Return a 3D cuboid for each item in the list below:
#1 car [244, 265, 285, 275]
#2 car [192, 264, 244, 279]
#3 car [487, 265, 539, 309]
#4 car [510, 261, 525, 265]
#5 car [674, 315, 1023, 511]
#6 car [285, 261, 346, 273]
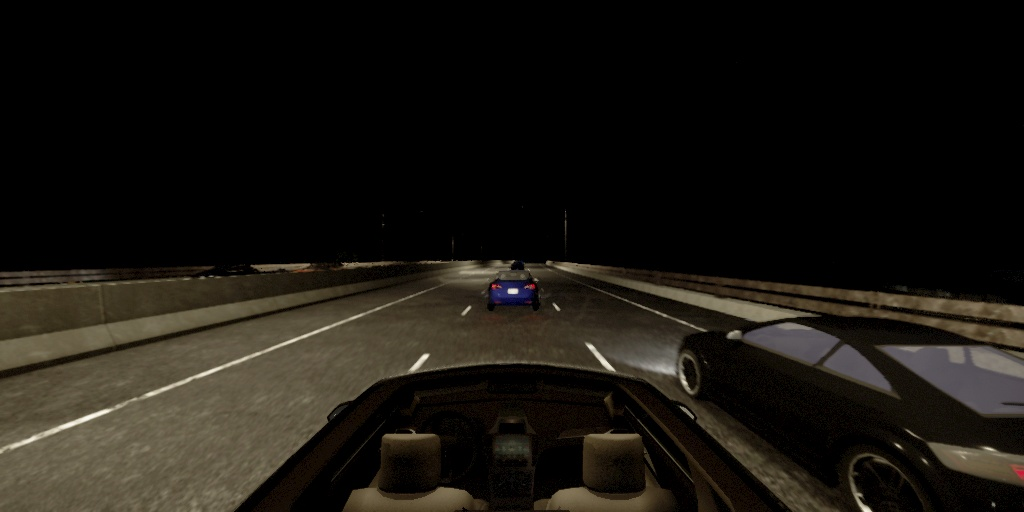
[{"bbox_3d":[-17.340,1.455,27.090,1.895,1.301,4.718,0,0,1],"label":"car"},{"bbox_3d":[-20.855,1.354,26.430,1.837,1.490,4.892,0,-1,1],"label":"car"},{"bbox_3d":[0.062,1.317,15.195,2.163,1.488,4.792,0,0,1],"label":"car"},{"bbox_3d":[0.729,1.532,48.271,1.812,1.442,4.674,0,0,2],"label":"car"},{"bbox_3d":[3.497,1.326,3.869,1.994,1.385,4.181,0,0,0],"label":"car"},{"bbox_3d":[-13.860,1.203,26.139,2.097,1.767,4.553,0,0,1],"label":"car"}]
